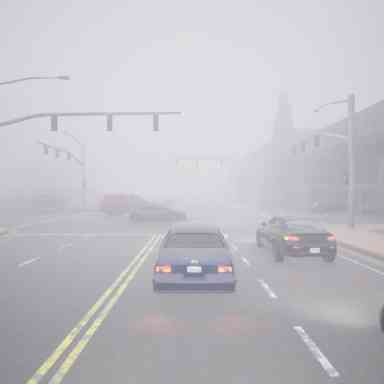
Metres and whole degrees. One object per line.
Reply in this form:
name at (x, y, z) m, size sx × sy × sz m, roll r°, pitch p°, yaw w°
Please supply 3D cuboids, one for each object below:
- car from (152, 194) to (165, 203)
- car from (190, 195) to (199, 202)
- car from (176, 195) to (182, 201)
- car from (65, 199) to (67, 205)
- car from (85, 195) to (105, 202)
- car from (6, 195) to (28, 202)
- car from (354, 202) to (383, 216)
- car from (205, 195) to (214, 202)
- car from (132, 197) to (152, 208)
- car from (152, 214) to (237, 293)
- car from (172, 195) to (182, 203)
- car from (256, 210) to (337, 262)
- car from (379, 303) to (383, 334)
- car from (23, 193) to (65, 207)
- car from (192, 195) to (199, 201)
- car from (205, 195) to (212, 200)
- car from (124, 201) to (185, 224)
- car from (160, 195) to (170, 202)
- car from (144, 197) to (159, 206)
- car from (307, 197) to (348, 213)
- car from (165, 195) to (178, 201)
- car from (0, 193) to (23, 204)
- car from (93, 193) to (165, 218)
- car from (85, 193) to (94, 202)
car at (-6.705, 1.352, 67.715) m, size 2.097 × 1.767 × 4.553 m, roll 0°, pitch 0°, yaw 2°
car at (0.558, 1.478, 77.065) m, size 1.882 × 1.535 × 5.008 m, roll 0°, pitch 0°, yaw 2°
car at (-3.431, 1.564, 60.943) m, size 1.994 × 1.385 × 4.181 m, roll 0°, pitch 0°, yaw 2°
car at (-21.415, 1.156, 51.285) m, size 3.866 × 1.878 × 1.905 m, roll 0°, pitch 0°, yaw 0°
car at (-21.427, 1.395, 73.804) m, size 3.806 × 1.475 × 1.970 m, roll 0°, pitch 0°, yaw 0°
car at (-38.895, 1.364, 73.795) m, size 3.905 × 1.438 × 1.784 m, roll 0°, pitch 0°, yaw 0°
car at (18.263, 1.601, 31.706) m, size 4.718 × 1.301 × 1.895 m, roll 0°, pitch 0°, yaw 0°
car at (4.102, 1.549, 78.736) m, size 1.994 × 1.385 × 4.181 m, roll 0°, pitch 0°, yaw 2°
car at (-7.226, 1.492, 48.793) m, size 2.128 × 1.511 × 4.902 m, roll 0°, pitch 0°, yaw 1°
car at (0.060, 1.547, 8.963) m, size 2.033 × 1.411 × 5.357 m, roll 0°, pitch 0°, yaw 0°
car at (-3.097, 1.500, 71.232) m, size 1.837 × 1.490 × 4.892 m, roll 0°, pitch 0°, yaw 2°
car at (3.566, 1.526, 11.954) m, size 1.812 × 1.442 × 4.674 m, roll 0°, pitch 0°, yaw 0°
car at (3.595, 1.526, 2.848) m, size 1.812 × 1.442 × 4.674 m, roll 0°, pitch 0°, yaw 1°
car at (-21.471, 1.153, 48.391) m, size 4.605 × 1.855 × 1.932 m, roll 0°, pitch 0°, yaw 0°
car at (0.860, 1.524, 88.613) m, size 1.812 × 1.442 × 4.674 m, roll 0°, pitch 0°, yaw 2°
car at (4.359, 1.470, 88.527) m, size 1.994 × 1.385 × 4.181 m, roll 0°, pitch 0°, yaw 2°
car at (-2.476, 1.564, 24.203) m, size 4.181 × 1.385 × 1.994 m, roll 0°, pitch 0°, yaw -3°
car at (-6.381, 1.432, 79.493) m, size 1.882 × 1.535 × 5.008 m, roll 0°, pitch 0°, yaw 2°
car at (-7.031, 1.564, 57.705) m, size 1.994 × 1.385 × 4.181 m, roll 0°, pitch 0°, yaw 2°
car at (14.670, 1.352, 35.220) m, size 4.553 × 1.767 × 2.097 m, roll 0°, pitch 0°, yaw 0°
car at (-3.687, 1.601, 50.885) m, size 1.895 × 1.301 × 4.718 m, roll 0°, pitch 0°, yaw 1°
car at (-38.960, 1.153, 70.899) m, size 4.605 × 1.855 × 1.932 m, roll 0°, pitch 0°, yaw 0°
car at (-5.632, 1.223, 30.157) m, size 5.566 × 2.045 × 2.150 m, roll 0°, pitch 1°, yaw -34°
car at (-21.440, 1.156, 70.909) m, size 3.866 × 1.878 × 1.905 m, roll 0°, pitch 0°, yaw 0°
